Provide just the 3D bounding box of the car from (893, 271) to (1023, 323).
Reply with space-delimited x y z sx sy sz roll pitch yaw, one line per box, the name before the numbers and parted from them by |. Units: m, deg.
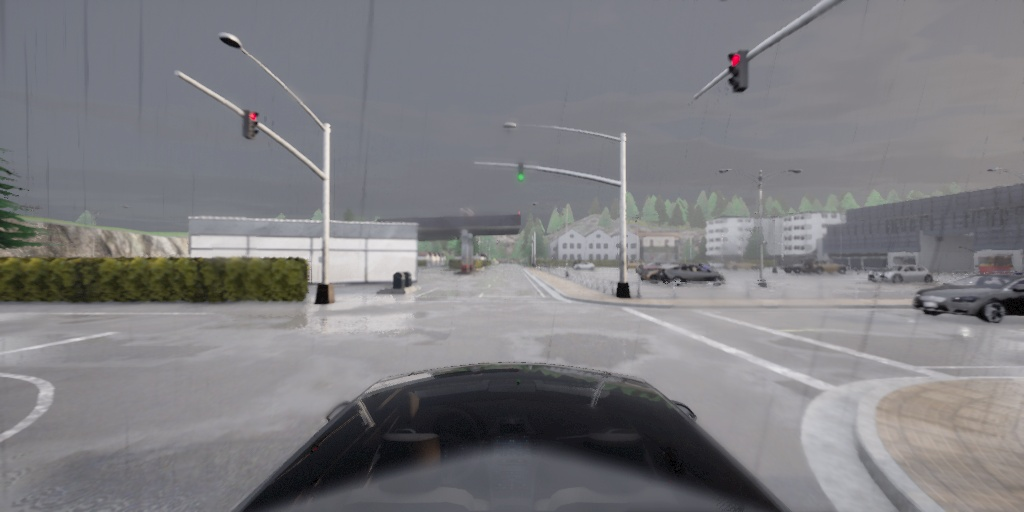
car | 16.549 1.372 12.124 4.902 1.511 2.128 0 -1 -1
